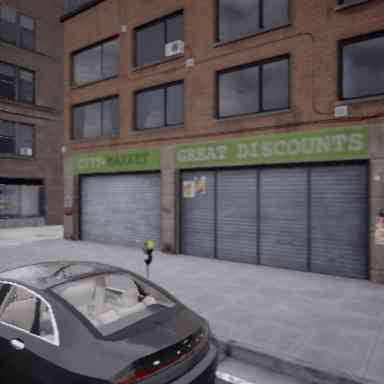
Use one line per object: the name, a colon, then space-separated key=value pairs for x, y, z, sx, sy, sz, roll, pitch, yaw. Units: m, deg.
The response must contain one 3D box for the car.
car: x=-1.788 y=1.547 z=4.086 sx=4.403 sy=1.369 sz=2.008 roll=0 pitch=0 yaw=36
